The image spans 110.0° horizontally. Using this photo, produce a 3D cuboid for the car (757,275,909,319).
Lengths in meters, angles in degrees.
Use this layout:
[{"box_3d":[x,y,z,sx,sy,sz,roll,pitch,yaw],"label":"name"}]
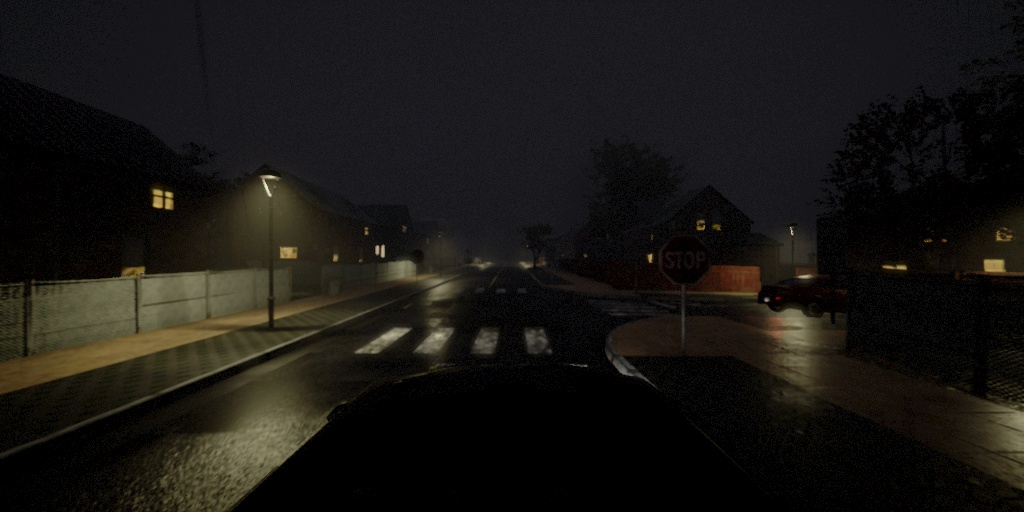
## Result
[{"box_3d":[11.514,1.437,13.020,4.674,1.442,1.812,1,-1,-1],"label":"car"}]
